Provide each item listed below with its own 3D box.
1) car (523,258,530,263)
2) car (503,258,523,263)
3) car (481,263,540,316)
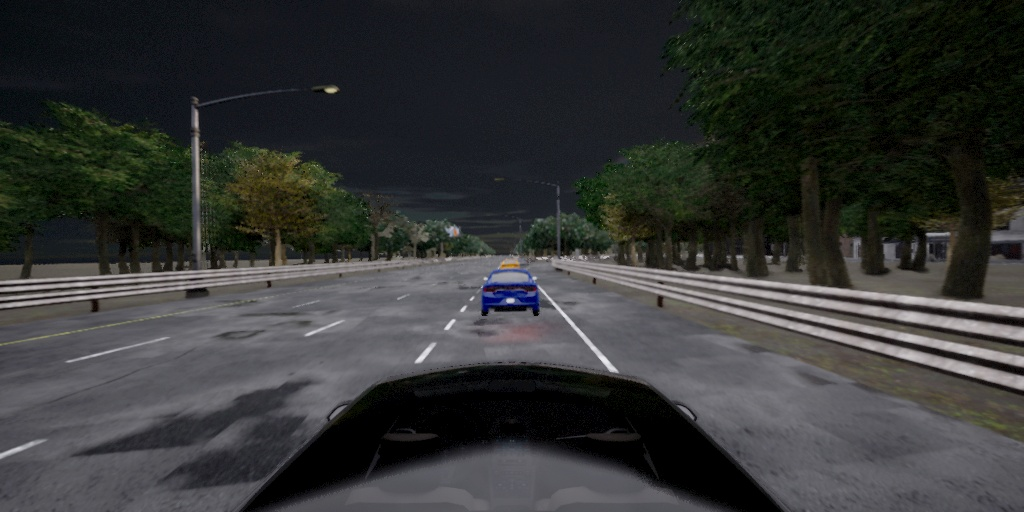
[{"bbox_3d":[1.716,1.035,57.489,2.033,1.411,5.357,-1,0,12],"label":"car"},{"bbox_3d":[-0.175,1.082,36.551,1.882,1.535,5.008,-1,0,0],"label":"car"},{"bbox_3d":[-0.062,1.196,13.287,1.882,1.535,5.008,-1,0,0],"label":"car"}]
